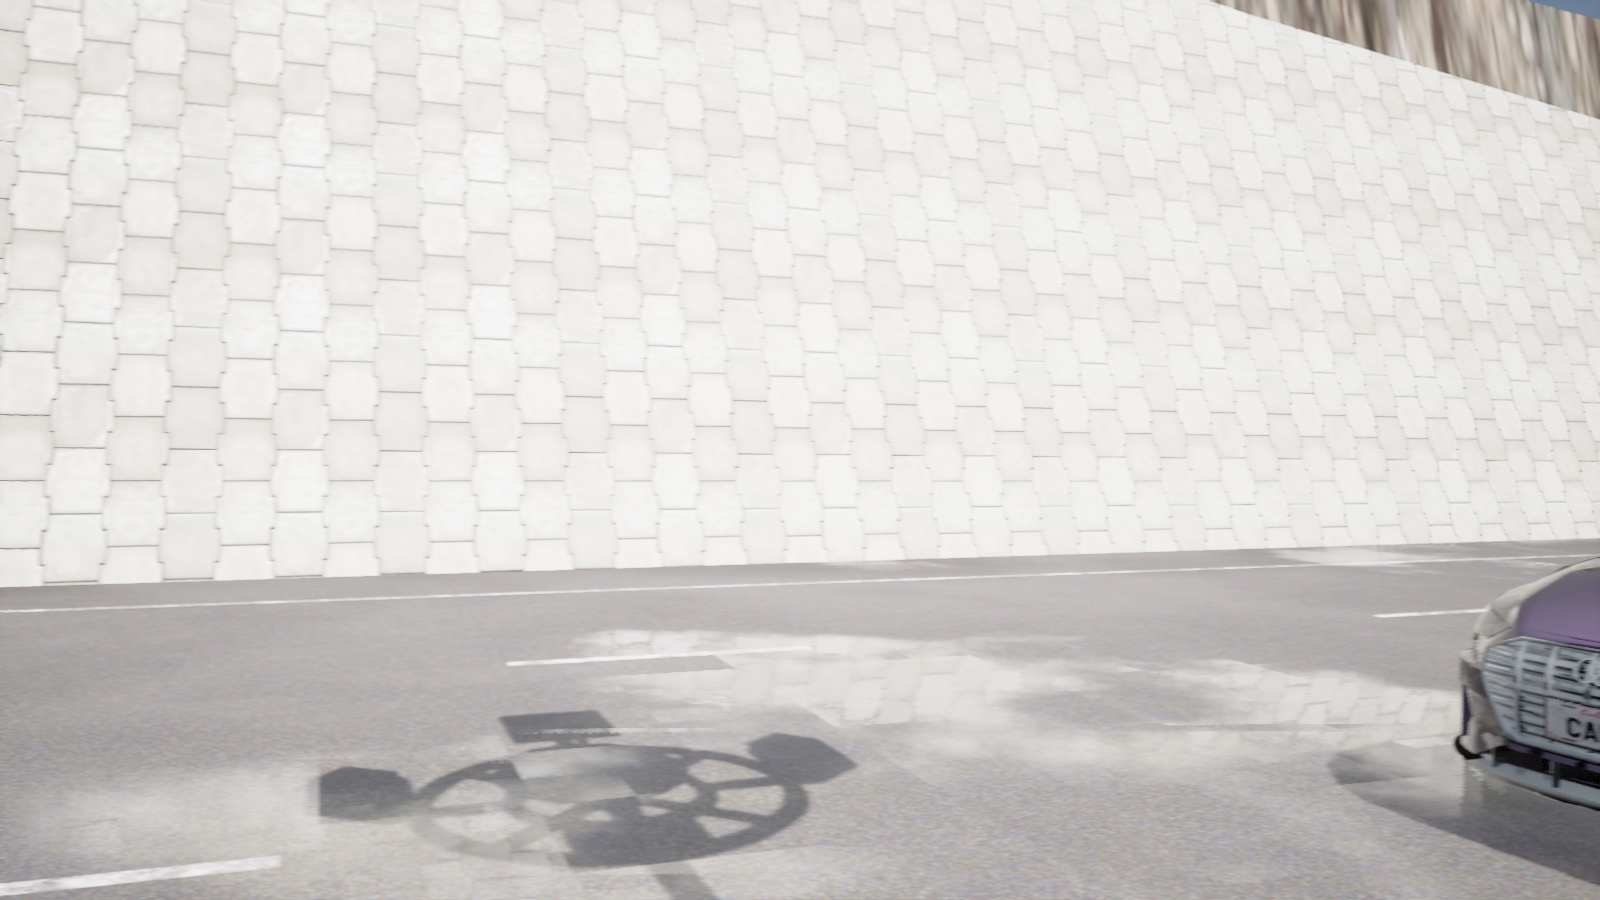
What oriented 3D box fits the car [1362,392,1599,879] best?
[{"bbox_3d":[4.965,0.591,5.123,4.856,1.649,2.033,-1,1,-21],"label":"car"}]
